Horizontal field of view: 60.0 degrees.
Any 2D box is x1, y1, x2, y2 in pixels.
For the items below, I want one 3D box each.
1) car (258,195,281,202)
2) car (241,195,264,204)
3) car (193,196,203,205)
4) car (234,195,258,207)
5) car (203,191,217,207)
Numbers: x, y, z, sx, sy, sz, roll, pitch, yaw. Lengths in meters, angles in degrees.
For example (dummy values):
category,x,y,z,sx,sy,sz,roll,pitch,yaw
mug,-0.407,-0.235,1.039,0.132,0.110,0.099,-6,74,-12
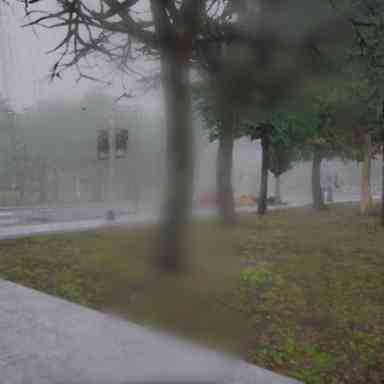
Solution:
category,x,y,z,sx,sy,sz,roll,pitch,yaw
car,12.854,1.246,53.996,1.882,1.535,5.008,1,1,36
car,10.138,1.219,55.787,1.837,1.490,4.892,1,1,36
car,-0.959,1.160,45.912,1.812,1.442,4.674,1,1,36
car,6.645,1.228,45.193,1.882,1.535,5.008,1,0,36
car,3.511,0.920,46.400,2.150,2.045,5.566,1,1,36
